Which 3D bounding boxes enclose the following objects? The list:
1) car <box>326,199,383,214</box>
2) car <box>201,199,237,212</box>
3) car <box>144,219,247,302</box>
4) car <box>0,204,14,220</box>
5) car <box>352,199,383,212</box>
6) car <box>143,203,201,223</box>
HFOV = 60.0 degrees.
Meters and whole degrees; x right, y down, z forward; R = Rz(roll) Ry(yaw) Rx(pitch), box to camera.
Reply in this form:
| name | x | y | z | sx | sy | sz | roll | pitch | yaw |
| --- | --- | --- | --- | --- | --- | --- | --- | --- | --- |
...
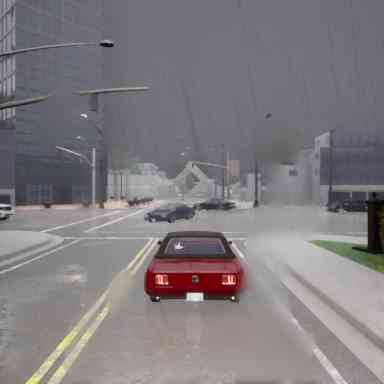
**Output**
| name | x | y | z | sx | sy | sz | roll | pitch | yaw |
| --- | --- | --- | --- | --- | --- | --- | --- | --- | --- |
| car | 16.338 | 1.481 | 34.076 | 4.892 | 1.490 | 1.837 | 0 | 0 | 0 |
| car | 2.664 | 1.554 | 39.585 | 5.357 | 1.411 | 2.033 | 0 | 0 | 29 |
| car | 0.072 | 1.601 | 8.208 | 1.895 | 1.301 | 4.718 | 0 | 0 | 0 |
| car | -17.335 | 1.339 | 26.611 | 5.566 | 2.045 | 2.150 | -1 | 0 | 0 |
| car | 21.294 | 1.497 | 37.626 | 5.357 | 1.411 | 2.033 | 0 | 0 | 0 |
| car | -1.543 | 1.562 | 25.326 | 2.033 | 1.411 | 5.357 | 0 | 0 | 25 |
